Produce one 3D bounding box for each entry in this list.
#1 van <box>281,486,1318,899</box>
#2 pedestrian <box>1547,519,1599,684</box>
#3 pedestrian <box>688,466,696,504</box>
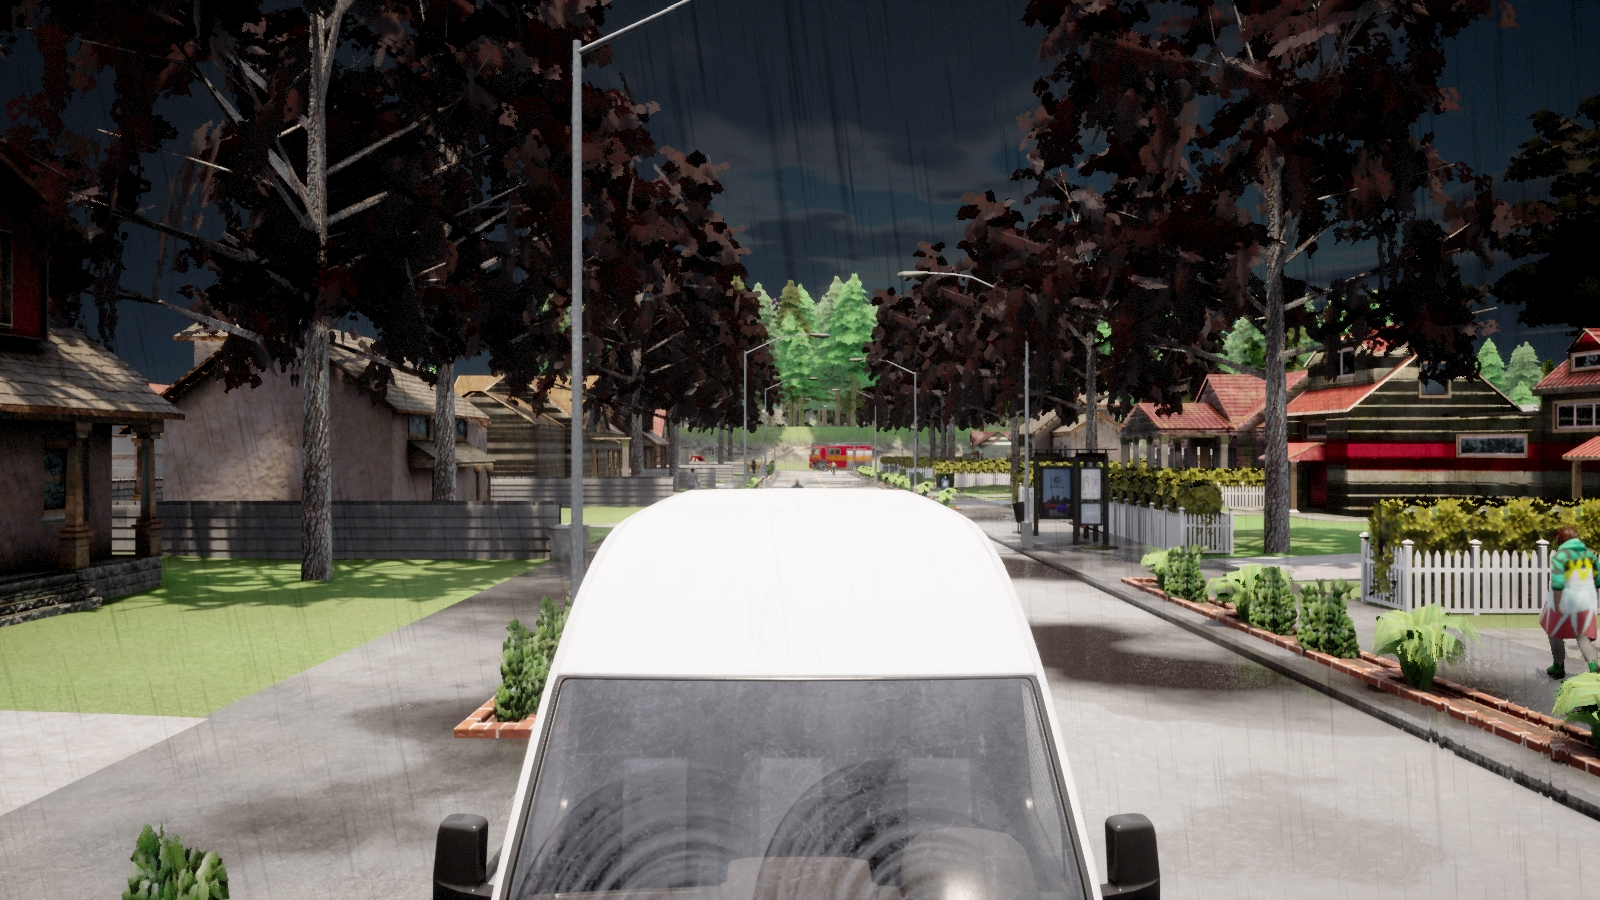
[{"bbox_3d":[-0.006,1.534,5.149,1.988,2.561,5.915,0,0,0],"label":"van"},{"bbox_3d":[8.962,1.744,13.234,0.375,1.860,0.375,0,0,4],"label":"pedestrian"},{"bbox_3d":[-5.380,1.743,56.864,0.375,1.860,0.375,0,0,1],"label":"pedestrian"}]
